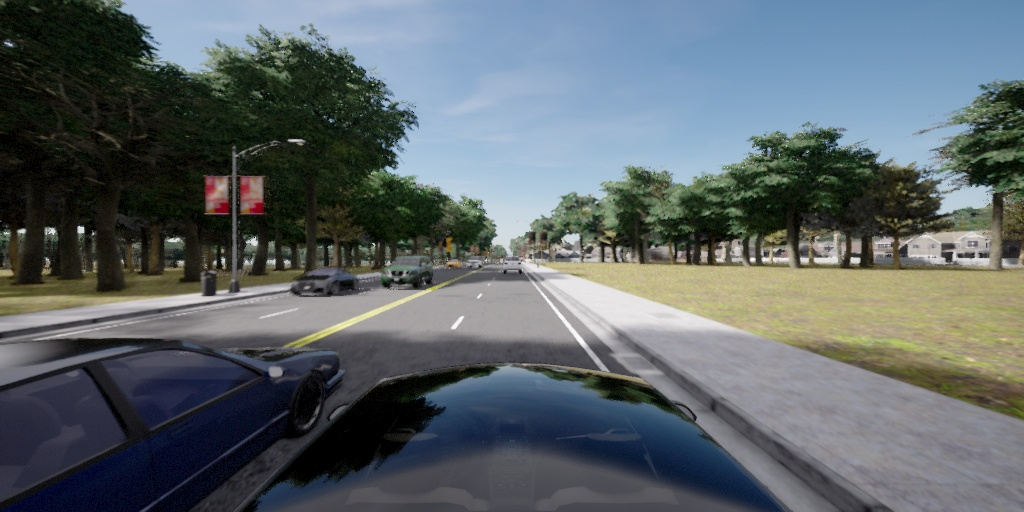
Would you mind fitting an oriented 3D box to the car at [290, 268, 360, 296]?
[{"bbox_3d":[-9.851,1.330,19.198,1.994,1.385,4.181,0,0,0],"label":"car"}]

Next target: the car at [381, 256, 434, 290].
[{"bbox_3d":[-6.603,0.996,23.288,2.150,2.045,5.566,0,0,0],"label":"car"}]

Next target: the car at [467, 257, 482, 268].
[{"bbox_3d":[-6.540,1.105,62.845,2.150,2.045,5.566,0,0,1],"label":"car"}]

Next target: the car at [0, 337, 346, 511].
[{"bbox_3d":[-3.149,1.298,2.353,2.033,1.411,5.357,0,0,0],"label":"car"}]

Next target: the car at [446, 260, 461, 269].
[{"bbox_3d":[-9.799,1.347,60.384,1.882,1.535,5.008,0,0,1],"label":"car"}]

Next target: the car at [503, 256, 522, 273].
[{"bbox_3d":[0.092,1.035,43.897,2.150,2.045,5.566,0,0,0],"label":"car"}]
